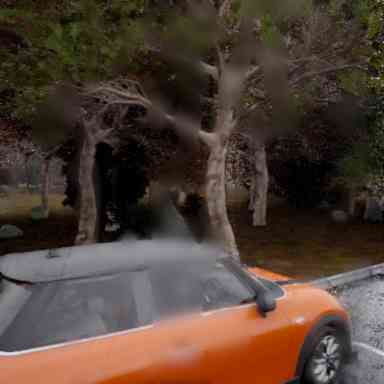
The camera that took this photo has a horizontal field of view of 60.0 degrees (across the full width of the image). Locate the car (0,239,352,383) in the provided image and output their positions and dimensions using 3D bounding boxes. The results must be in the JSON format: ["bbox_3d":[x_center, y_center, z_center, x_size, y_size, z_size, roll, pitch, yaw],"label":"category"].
[{"bbox_3d":[-0.161,1.375,3.912,4.553,1.767,2.185,0,1,-33],"label":"car"}]
